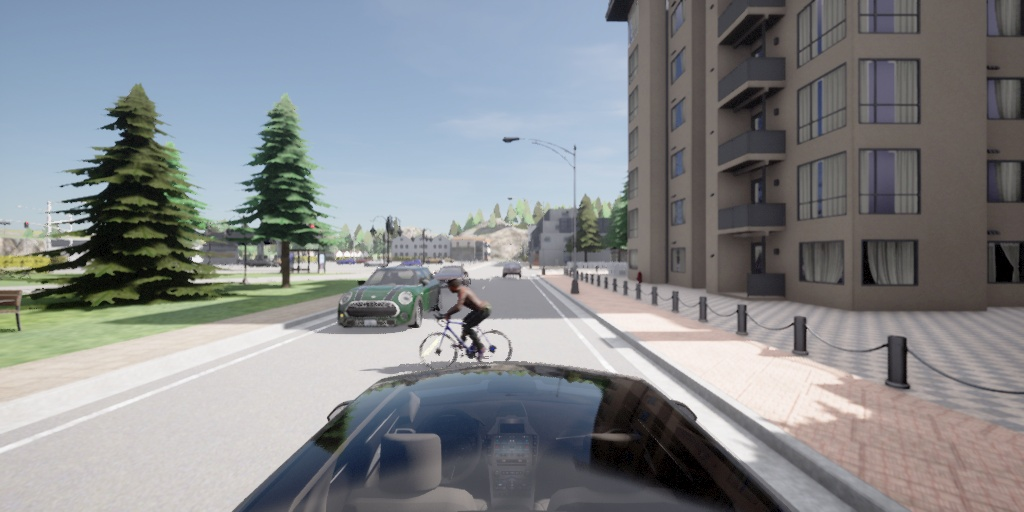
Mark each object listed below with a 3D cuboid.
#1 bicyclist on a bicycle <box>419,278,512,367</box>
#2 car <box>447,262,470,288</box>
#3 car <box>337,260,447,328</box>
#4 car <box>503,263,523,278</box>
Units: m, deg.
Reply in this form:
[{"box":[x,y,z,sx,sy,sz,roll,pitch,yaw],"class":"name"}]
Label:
[{"box":[-0.839,1.210,6.351,1.656,1.620,0.582,-2,0,0],"class":"bicyclist on a bicycle"},{"box":[-3.668,1.314,22.011,1.812,1.442,4.674,0,0,0],"class":"car"},{"box":[-3.633,1.120,11.424,2.097,1.767,4.553,0,0,0],"class":"car"},{"box":[0.092,1.362,35.586,2.033,1.411,5.357,0,0,3],"class":"car"}]
